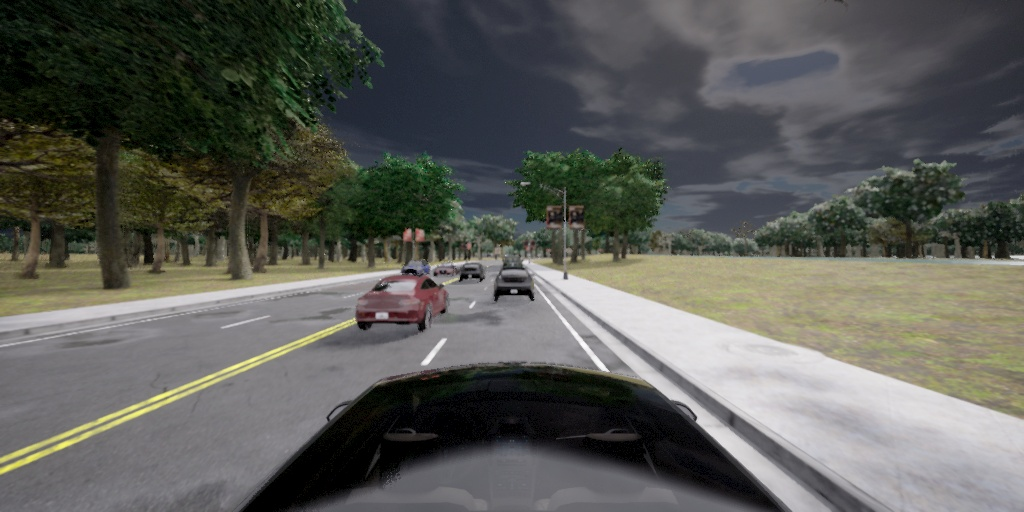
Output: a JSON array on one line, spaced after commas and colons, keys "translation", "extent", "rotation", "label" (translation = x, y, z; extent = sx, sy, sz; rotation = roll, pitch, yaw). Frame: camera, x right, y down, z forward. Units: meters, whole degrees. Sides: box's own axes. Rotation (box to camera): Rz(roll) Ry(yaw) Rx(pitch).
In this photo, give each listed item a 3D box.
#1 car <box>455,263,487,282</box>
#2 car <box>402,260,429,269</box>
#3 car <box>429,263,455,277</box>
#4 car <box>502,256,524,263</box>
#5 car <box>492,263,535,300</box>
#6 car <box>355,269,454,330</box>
[{"translation": [-3.166, 1.282, 29.457], "extent": [1.837, 1.490, 4.892], "rotation": [0, 0, 0], "label": "car"}, {"translation": [-9.771, 1.198, 36.751], "extent": [2.097, 1.767, 4.553], "rotation": [0, 0, 0], "label": "car"}, {"translation": [-6.533, 1.345, 35.808], "extent": [1.994, 1.385, 4.181], "rotation": [0, 0, 0], "label": "car"}, {"translation": [0.078, 1.002, 39.045], "extent": [2.150, 2.045, 5.566], "rotation": [0, 0, 0], "label": "car"}, {"translation": [0.090, 1.275, 17.763], "extent": [1.837, 1.490, 4.892], "rotation": [0, 0, 0], "label": "car"}, {"translation": [-3.168, 1.291, 11.018], "extent": [1.812, 1.442, 4.674], "rotation": [0, 0, 0], "label": "car"}]
